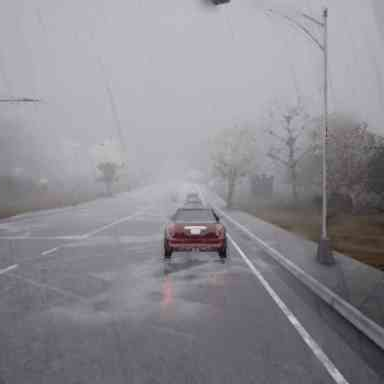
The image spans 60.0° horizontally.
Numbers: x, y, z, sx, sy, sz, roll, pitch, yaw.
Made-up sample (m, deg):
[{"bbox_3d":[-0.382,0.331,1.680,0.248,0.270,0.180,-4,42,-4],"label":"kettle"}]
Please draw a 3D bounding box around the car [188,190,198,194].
[{"bbox_3d":[0.131,0.351,58.629,1.812,1.442,4.674,0,3,0],"label":"car"}]

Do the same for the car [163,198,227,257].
[{"bbox_3d":[0.114,1.280,12.788,2.097,1.767,4.553,0,0,0],"label":"car"}]

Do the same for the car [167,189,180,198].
[{"bbox_3d":[-3.425,0.188,61.862,2.033,1.411,5.357,0,3,0],"label":"car"}]

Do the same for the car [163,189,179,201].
[{"bbox_3d":[-3.438,0.777,51.859,1.994,1.385,4.181,0,3,0],"label":"car"}]

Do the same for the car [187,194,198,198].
[{"bbox_3d":[0.140,1.301,34.185,2.128,1.511,4.902,0,0,0],"label":"car"}]
